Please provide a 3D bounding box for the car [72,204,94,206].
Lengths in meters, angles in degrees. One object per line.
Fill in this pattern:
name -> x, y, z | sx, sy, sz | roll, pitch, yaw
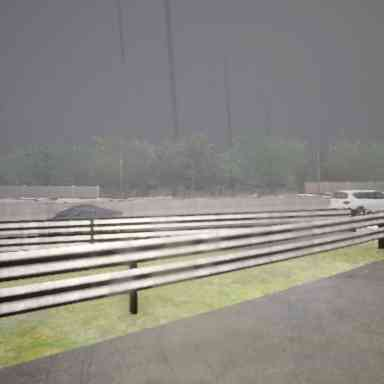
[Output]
car -> -7.066, 1.552, 22.696 | 4.674, 1.442, 1.812 | -1, 0, -15

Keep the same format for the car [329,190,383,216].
car -> 12.758, 0.865, 24.254 | 5.566, 2.045, 2.150 | -1, 0, -15

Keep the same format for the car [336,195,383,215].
car -> 15.132, 1.071, 28.491 | 5.008, 1.535, 1.882 | -1, 0, -15

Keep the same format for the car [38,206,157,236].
car -> -4.477, 1.542, 16.134 | 5.357, 1.411, 2.033 | -1, 0, -15
